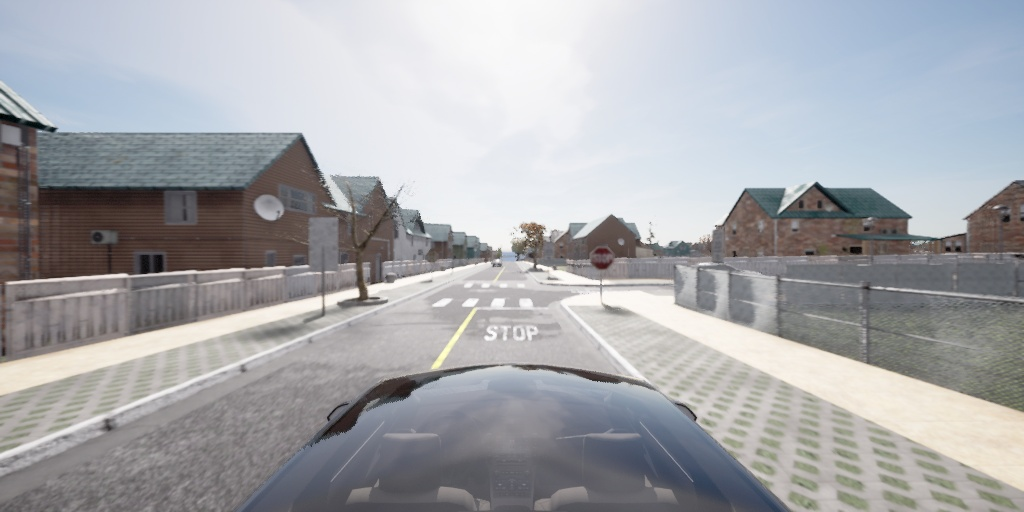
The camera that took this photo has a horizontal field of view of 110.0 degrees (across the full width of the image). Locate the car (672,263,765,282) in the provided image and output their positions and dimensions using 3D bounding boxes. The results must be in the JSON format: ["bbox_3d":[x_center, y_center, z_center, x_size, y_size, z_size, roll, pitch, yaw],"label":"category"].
[{"bbox_3d":[11.382,1.083,19.922,4.674,1.442,1.812,-1,1,0],"label":"car"}]
